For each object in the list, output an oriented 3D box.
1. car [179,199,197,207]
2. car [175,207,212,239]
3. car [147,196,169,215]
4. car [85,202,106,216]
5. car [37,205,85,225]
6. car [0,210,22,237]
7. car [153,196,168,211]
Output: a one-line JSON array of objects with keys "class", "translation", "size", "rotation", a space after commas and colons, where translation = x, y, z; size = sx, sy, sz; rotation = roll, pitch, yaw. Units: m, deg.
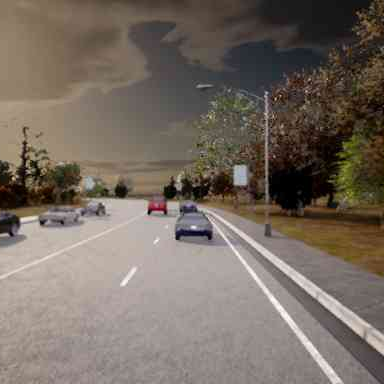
[{"class": "car", "translation": [-0.551, 1.689, 41.122], "size": [2.097, 1.767, 4.553], "rotation": [0, 0, -3]}, {"class": "car", "translation": [0.082, 1.758, 18.642], "size": [1.994, 1.385, 4.181], "rotation": [0, -1, 0]}, {"class": "car", "translation": [-3.946, 1.547, 38.545], "size": [2.150, 2.045, 5.566], "rotation": [0, 0, -3]}, {"class": "car", "translation": [-10.893, 1.842, 37.111], "size": [1.812, 1.442, 4.674], "rotation": [0, 0, -2]}, {"class": "car", "translation": [-10.585, 1.859, 26.831], "size": [1.895, 1.301, 4.718], "rotation": [0, 0, -1]}, {"class": "car", "translation": [-10.579, 1.670, 16.876], "size": [2.128, 1.511, 4.902], "rotation": [0, -1, 0]}, {"class": "car", "translation": [-4.747, 1.591, 49.374], "size": [2.150, 2.045, 5.566], "rotation": [0, 0, -7]}]
